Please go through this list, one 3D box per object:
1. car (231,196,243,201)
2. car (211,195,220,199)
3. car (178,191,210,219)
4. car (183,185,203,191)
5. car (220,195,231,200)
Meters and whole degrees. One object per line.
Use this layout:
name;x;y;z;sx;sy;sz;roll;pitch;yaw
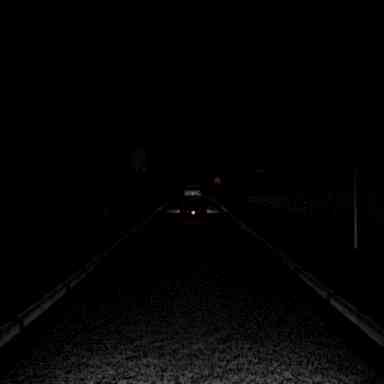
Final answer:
car;10.784;2.029;92.972;2.435;2.045;5.566;7;-4;-30
car;4.815;1.617;91.908;2.185;1.767;4.553;4;-3;-31
car;0.089;0.984;23.587;1.837;1.490;4.892;0;2;0
car;0.110;0.217;40.323;2.150;2.045;5.566;0;1;0
car;7.787;1.864;92.410;2.185;1.767;4.553;6;-3;-31
